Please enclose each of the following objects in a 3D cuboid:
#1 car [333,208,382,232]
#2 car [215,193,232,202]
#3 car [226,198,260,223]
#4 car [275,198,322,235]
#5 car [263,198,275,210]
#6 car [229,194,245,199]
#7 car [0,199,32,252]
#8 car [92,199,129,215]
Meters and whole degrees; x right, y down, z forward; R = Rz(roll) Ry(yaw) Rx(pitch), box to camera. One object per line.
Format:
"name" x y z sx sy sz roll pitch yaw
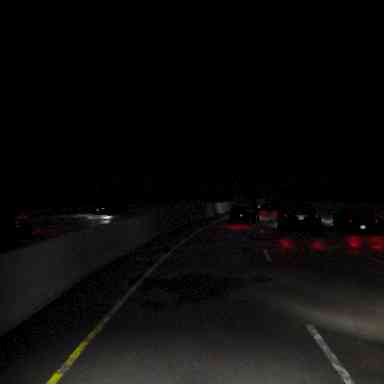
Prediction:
"car" 9.888 1.611 20.303 1.895 1.301 4.718 0 0 14
"car" 5.892 1.183 59.334 2.150 2.045 5.566 0 0 22
"car" 4.109 1.467 25.430 1.882 1.535 5.008 0 0 16
"car" 6.038 1.353 19.041 2.097 1.767 4.553 0 0 13
"car" 10.058 1.484 41.508 2.128 1.511 4.902 0 0 22
"car" 8.046 1.501 55.389 1.812 1.442 4.674 0 0 23
"car" -6.580 1.195 8.042 2.150 2.045 5.566 0 0 6
"car" -8.142 1.451 33.734 1.837 1.490 4.892 0 0 19
